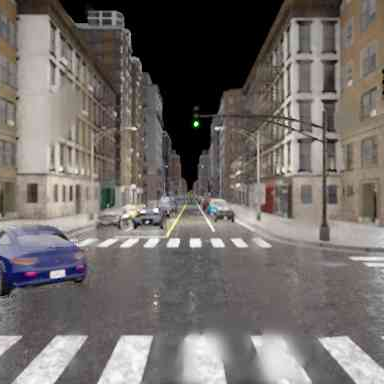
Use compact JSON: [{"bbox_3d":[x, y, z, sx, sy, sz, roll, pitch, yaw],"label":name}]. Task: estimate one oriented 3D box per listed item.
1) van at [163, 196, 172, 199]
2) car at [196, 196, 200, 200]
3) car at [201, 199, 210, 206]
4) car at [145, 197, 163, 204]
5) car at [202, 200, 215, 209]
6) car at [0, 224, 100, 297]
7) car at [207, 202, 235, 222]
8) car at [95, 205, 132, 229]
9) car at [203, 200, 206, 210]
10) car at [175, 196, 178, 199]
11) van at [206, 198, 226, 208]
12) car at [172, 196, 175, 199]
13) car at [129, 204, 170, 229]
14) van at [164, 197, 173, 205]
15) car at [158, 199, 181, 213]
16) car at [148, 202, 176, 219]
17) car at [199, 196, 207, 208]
[{"bbox_3d":[-5.436,1.912,66.240,1.690,1.788,3.998,0,0,0],"label":"van"},{"bbox_3d":[2.646,2.256,82.459,1.887,1.381,4.507,0,0,0],"label":"car"},{"bbox_3d":[2.643,2.098,66.410,1.752,1.417,4.829,0,0,0],"label":"car"},{"bbox_3d":[-5.414,1.825,44.616,1.967,1.590,4.097,0,0,0],"label":"car"},{"bbox_3d":[2.642,2.044,55.429,1.947,1.339,4.313,0,0,0],"label":"car"},{"bbox_3d":[-4.388,1.586,8.797,1.812,1.442,4.674,1,-1,-42],"label":"car"},{"bbox_3d":[2.637,1.796,28.399,2.008,1.369,4.403,0,0,0],"label":"car"},{"bbox_3d":[-5.392,1.749,22.991,2.008,1.369,4.403,0,0,0],"label":"car"},{"bbox_3d":[2.639,1.920,39.211,1.802,1.307,4.206,0,0,0],"label":"car"},{"bbox_3d":[-5.458,2.309,87.863,2.008,1.369,4.403,0,0,0],"label":"car"},{"bbox_3d":[2.638,1.633,33.807,1.690,1.788,3.998,0,0,0],"label":"van"},{"bbox_3d":[-5.441,1.933,71.647,2.192,1.841,5.009,0,0,0],"label":"car"},{"bbox_3d":[-2.862,1.765,23.327,1.994,1.385,4.181,0,0,0],"label":"car"},{"bbox_3d":[-5.447,2.006,77.053,1.690,1.788,3.998,0,0,0],"label":"van"},{"bbox_3d":[-2.847,1.927,42.113,1.994,1.385,4.181,0,0,0],"label":"car"},{"bbox_3d":[-2.854,1.878,32.142,1.895,1.301,4.718,0,0,0],"label":"car"},{"bbox_3d":[2.641,1.746,50.025,2.192,1.841,5.009,0,0,0],"label":"car"}]
